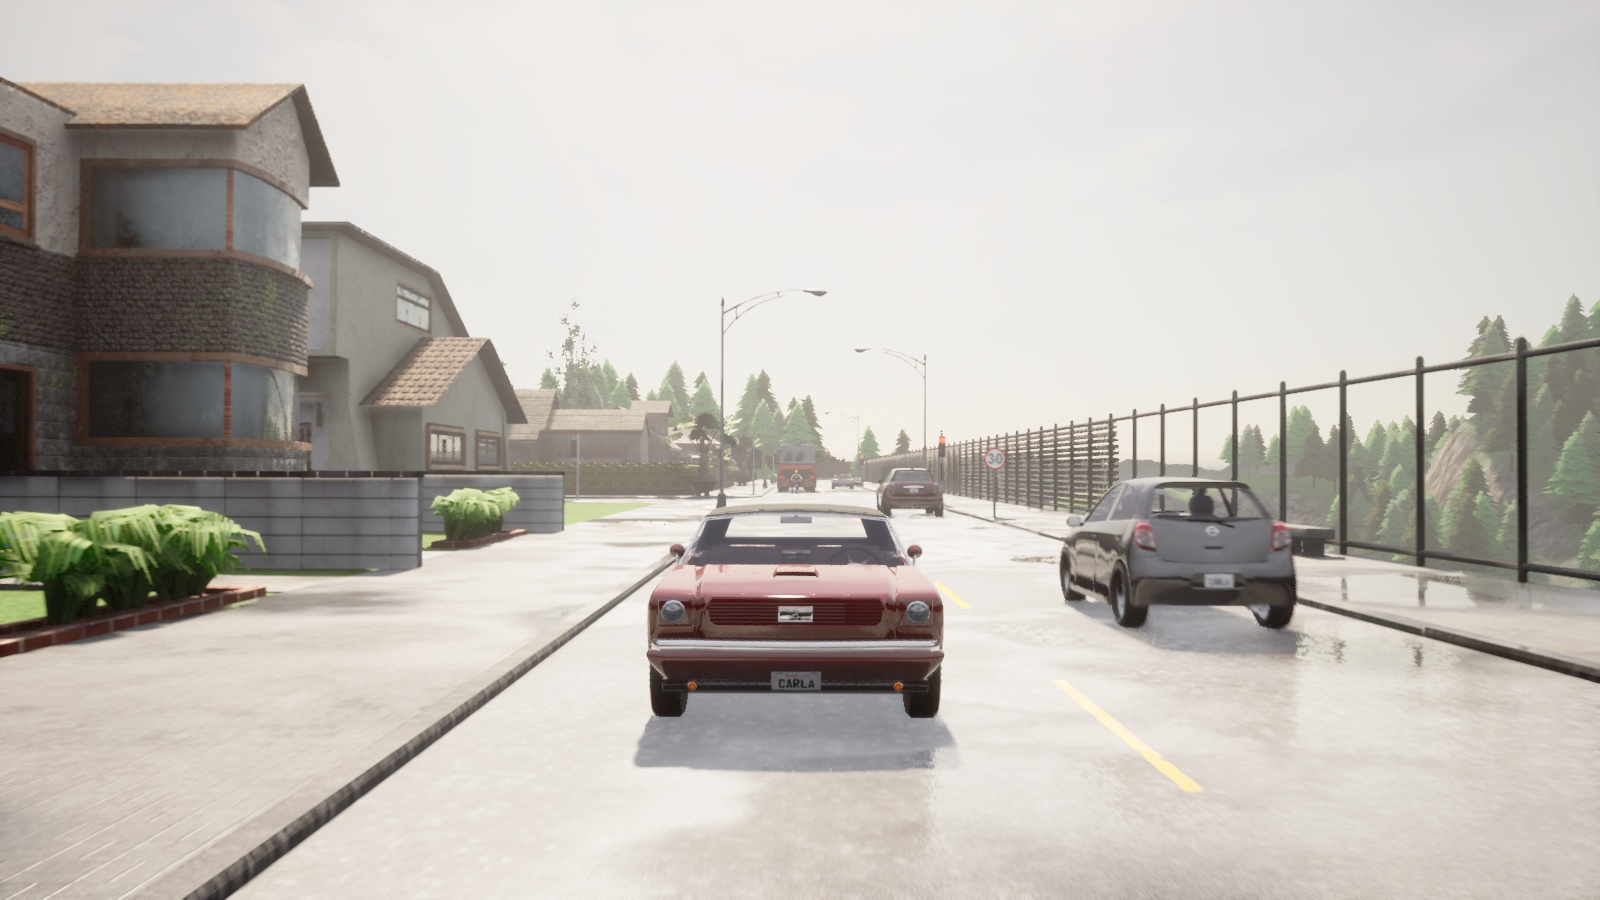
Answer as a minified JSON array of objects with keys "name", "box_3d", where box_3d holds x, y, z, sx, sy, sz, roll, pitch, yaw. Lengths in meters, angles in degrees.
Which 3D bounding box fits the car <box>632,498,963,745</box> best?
[{"name":"car","box_3d":[-0.023,1.075,9.574,1.895,1.301,4.718,0,-1,0]}]

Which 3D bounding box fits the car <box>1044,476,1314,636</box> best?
[{"name":"car","box_3d":[3.966,1.044,13.791,1.845,1.501,3.633,0,-1,0]}]

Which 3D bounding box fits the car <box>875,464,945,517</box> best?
[{"name":"car","box_3d":[3.890,1.412,45.034,2.097,1.767,4.553,0,-1,0]}]

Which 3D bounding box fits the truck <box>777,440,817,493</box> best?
[{"name":"truck","box_3d":[-0.239,1.256,95.866,2.891,3.827,8.468,0,-1,0]}]
